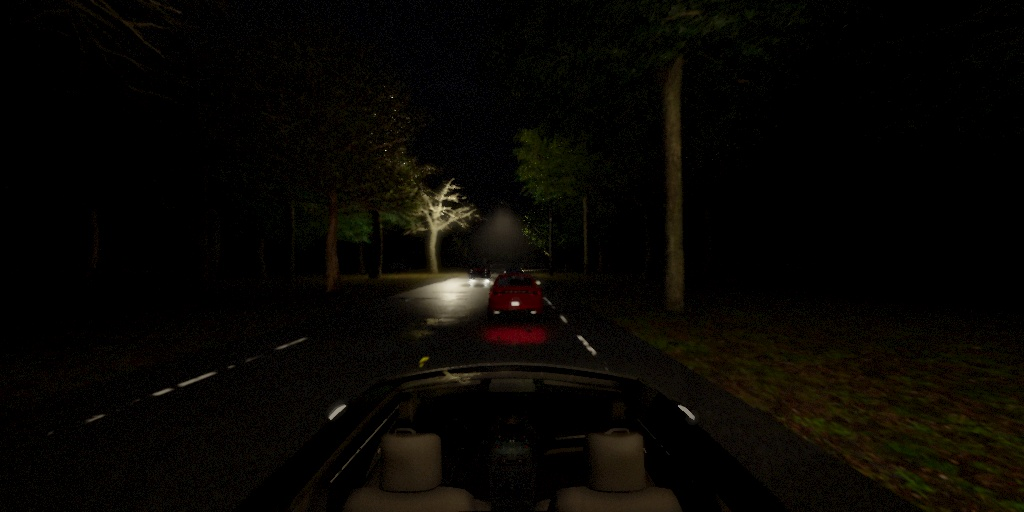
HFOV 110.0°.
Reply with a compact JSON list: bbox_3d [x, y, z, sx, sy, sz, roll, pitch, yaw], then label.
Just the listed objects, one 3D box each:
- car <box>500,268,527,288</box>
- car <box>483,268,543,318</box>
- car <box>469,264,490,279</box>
[{"bbox_3d":[0.117,1.697,29.354,2.033,1.411,5.357,0,-1,0],"label":"car"},{"bbox_3d":[0.109,1.392,13.830,1.882,1.535,5.008,0,-1,0],"label":"car"},{"bbox_3d":[-3.564,1.680,40.293,2.097,1.767,4.553,0,-1,0],"label":"car"}]
